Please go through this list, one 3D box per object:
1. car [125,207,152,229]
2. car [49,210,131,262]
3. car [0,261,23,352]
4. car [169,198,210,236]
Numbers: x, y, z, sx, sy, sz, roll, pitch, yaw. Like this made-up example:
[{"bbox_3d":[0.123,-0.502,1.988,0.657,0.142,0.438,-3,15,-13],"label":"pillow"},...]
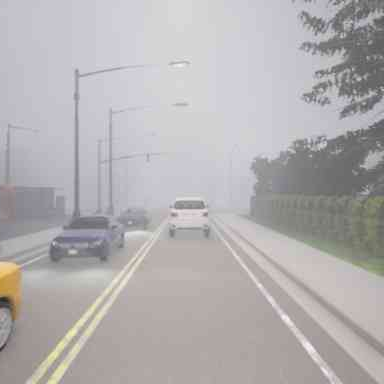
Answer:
[{"bbox_3d":[-3.880,1.725,22.584,1.994,1.385,4.181,0,0,-1],"label":"car"},{"bbox_3d":[-3.750,1.621,12.690,1.812,1.442,4.674,0,0,-1],"label":"car"},{"bbox_3d":[-3.631,1.510,3.307,1.882,1.535,5.008,0,0,-1],"label":"car"},{"bbox_3d":[-0.156,1.352,19.408,2.150,2.045,5.566,0,0,-1],"label":"car"}]
